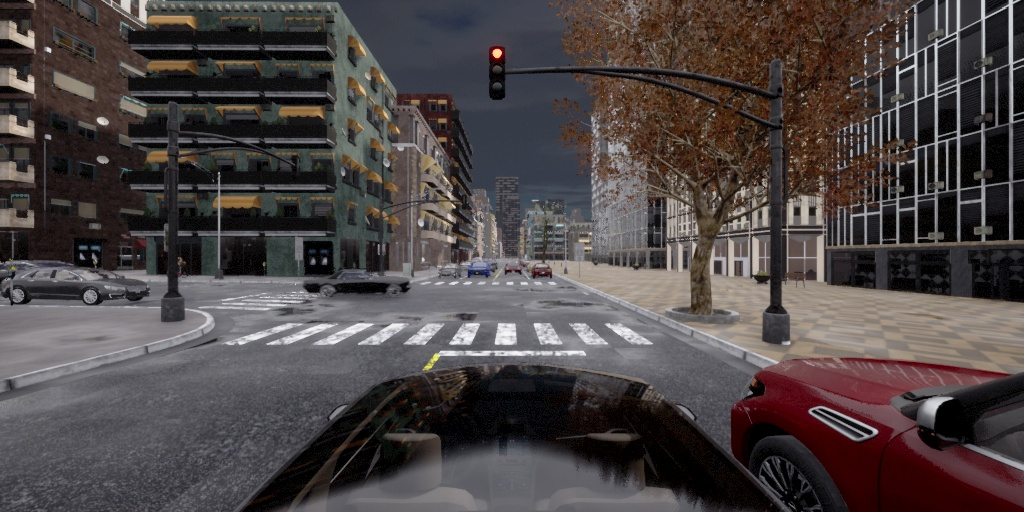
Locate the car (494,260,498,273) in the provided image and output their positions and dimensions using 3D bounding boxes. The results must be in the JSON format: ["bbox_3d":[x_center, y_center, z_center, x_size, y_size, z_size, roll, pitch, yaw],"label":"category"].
[{"bbox_3d":[-3.095,1.337,44.329,1.994,1.385,4.181,0,0,0],"label":"car"}]

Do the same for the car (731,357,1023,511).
[{"bbox_3d":[2.692,1.065,0.658,2.192,1.841,5.009,0,0,0],"label":"car"}]

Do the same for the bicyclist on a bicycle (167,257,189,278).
[{"bbox_3d":[-23.172,0.761,24.886,0.582,1.620,1.656,1,0,-1],"label":"bicyclist on a bicycle"}]

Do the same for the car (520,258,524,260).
[{"bbox_3d":[2.682,1.375,60.708,1.802,1.307,4.207,0,0,0],"label":"car"}]

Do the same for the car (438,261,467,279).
[{"bbox_3d":[-5.694,1.313,33.044,2.007,1.370,4.403,0,0,0],"label":"car"}]

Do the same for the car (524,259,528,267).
[{"bbox_3d":[2.685,1.298,44.280,1.751,1.417,4.829,0,0,0],"label":"car"}]

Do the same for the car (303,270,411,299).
[{"bbox_3d":[-7.371,1.331,17.550,4.718,1.301,1.895,1,0,-17],"label":"car"}]

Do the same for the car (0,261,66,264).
[{"bbox_3d":[-21.084,0.970,16.169,4.902,1.511,2.128,1,0,-1],"label":"car"}]

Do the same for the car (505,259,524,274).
[{"bbox_3d":[0.110,1.370,41.067,1.895,1.301,4.718,0,0,0],"label":"car"}]

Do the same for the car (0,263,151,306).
[{"bbox_3d":[-16.436,1.091,13.626,4.403,1.370,2.007,0,0,-1],"label":"car"}]

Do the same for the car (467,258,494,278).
[{"bbox_3d":[-3.097,1.241,34.332,1.882,1.535,5.008,0,0,0],"label":"car"}]

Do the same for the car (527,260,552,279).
[{"bbox_3d":[2.686,1.307,33.045,1.888,1.381,4.507,0,0,0],"label":"car"}]
